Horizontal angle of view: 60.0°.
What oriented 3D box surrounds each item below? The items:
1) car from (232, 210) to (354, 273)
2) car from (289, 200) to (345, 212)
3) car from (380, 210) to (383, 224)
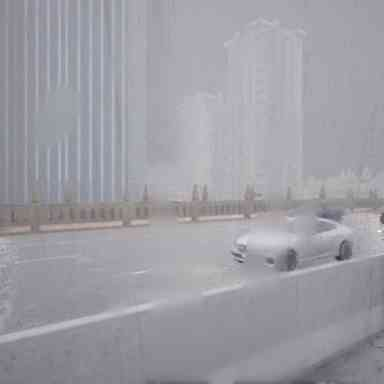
[{"bbox_3d":[3.392,1.526,10.713,4.674,1.442,1.812,0,0,-36],"label":"car"},{"bbox_3d":[8.613,1.356,23.034,4.553,1.767,2.097,0,0,-35],"label":"car"},{"bbox_3d":[15.154,1.485,23.401,5.008,1.535,1.882,0,0,-35],"label":"car"}]
